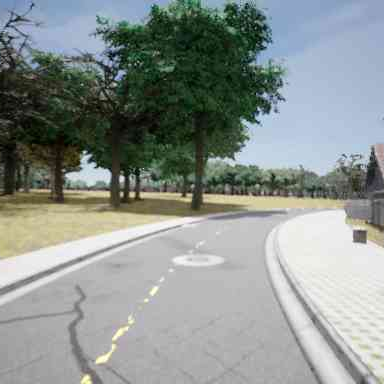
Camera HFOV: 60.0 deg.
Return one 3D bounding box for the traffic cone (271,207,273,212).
[{"bbox_3d":[10.123,2.247,42.331,0.340,0.580,0.340,-1,-1,36],"label":"traffic cone"}]
